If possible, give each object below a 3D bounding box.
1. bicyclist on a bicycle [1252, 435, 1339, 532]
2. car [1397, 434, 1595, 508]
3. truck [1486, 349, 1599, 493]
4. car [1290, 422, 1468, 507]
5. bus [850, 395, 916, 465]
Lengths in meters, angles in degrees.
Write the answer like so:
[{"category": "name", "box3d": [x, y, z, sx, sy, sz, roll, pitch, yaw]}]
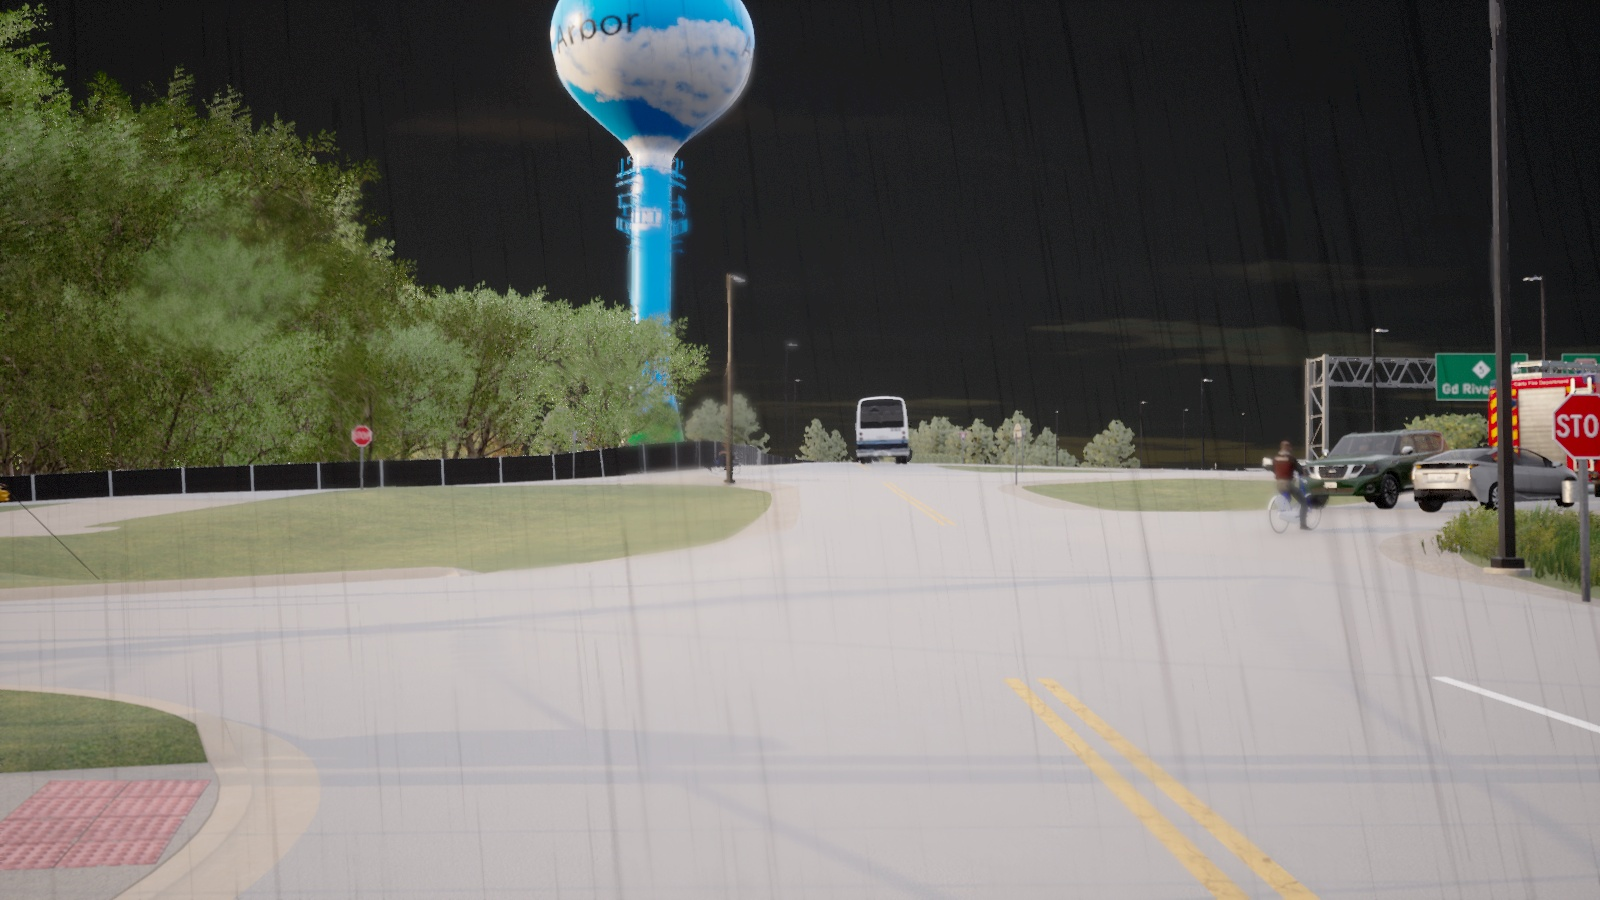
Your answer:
[{"category": "bicyclist on a bicycle", "box3d": [9.644, 0.639, 24.412, 1.843, 1.776, 0.659, -2, -1, -38]}, {"category": "car", "box3d": [16.543, 0.491, 29.821, 4.514, 1.525, 2.007, -2, -1, -30]}, {"category": "truck", "box3d": [23.784, -0.823, 37.032, 8.468, 3.827, 2.891, -2, -1, -37]}, {"category": "car", "box3d": [15.786, 0.357, 34.072, 5.566, 2.045, 2.150, -2, -1, -40]}, {"category": "bus", "box3d": [5.686, -1.254, 83.928, 3.944, 4.253, 10.273, -2, 0, 5]}]
